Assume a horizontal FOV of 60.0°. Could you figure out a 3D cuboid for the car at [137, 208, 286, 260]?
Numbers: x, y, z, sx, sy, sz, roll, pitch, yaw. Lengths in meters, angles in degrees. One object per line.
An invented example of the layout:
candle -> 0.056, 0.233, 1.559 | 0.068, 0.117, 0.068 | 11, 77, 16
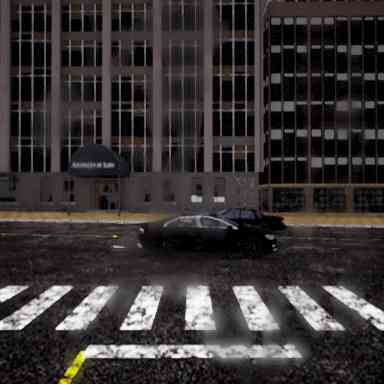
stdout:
car -> 0.511, 1.493, 11.848 | 4.902, 1.511, 2.128 | 0, 0, 1
